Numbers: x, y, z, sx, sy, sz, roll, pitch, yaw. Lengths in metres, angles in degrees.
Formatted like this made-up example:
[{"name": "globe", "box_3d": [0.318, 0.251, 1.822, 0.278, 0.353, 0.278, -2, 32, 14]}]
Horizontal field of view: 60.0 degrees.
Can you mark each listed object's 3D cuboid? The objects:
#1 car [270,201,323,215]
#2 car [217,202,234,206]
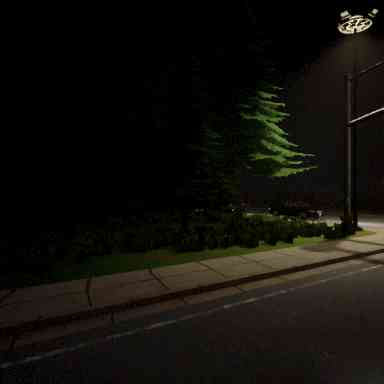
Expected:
[{"name": "car", "box_3d": [8.841, 1.518, 28.559, 2.128, 1.511, 4.902, 0, 0, -35]}, {"name": "car", "box_3d": [3.682, 1.379, 36.031, 2.097, 1.767, 4.553, 0, 0, -35]}]
